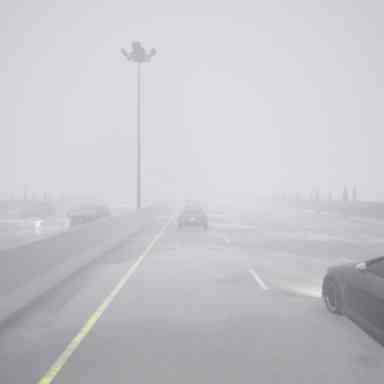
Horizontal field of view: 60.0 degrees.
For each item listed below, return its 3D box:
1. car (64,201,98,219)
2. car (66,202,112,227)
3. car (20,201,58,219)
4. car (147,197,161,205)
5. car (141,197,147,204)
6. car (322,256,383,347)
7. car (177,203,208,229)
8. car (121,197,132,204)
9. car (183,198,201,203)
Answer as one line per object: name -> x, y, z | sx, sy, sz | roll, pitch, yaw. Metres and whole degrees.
car -> -10.670, 1.683, 32.378 | 1.812, 1.442, 4.674 | 0, 0, 0
car -> -7.153, 1.593, 23.892 | 1.882, 1.535, 5.008 | 0, 0, 0
car -> -14.167, 1.661, 31.068 | 1.837, 1.490, 4.892 | 0, 0, 0
car -> -7.166, 1.804, 66.460 | 1.837, 1.490, 4.892 | 0, 0, 0
car -> -10.678, 1.880, 73.075 | 1.994, 1.385, 4.181 | 0, 0, 0
car -> 3.566, 1.583, 4.950 | 1.994, 1.385, 4.181 | 0, 0, 0
car -> 0.048, 1.666, 22.653 | 1.994, 1.385, 4.181 | 0, 0, 0
car -> -14.176, 1.859, 72.233 | 2.128, 1.511, 4.902 | 0, 0, 0
car -> 0.004, 1.534, 40.465 | 2.097, 1.767, 4.553 | 0, 0, 0
